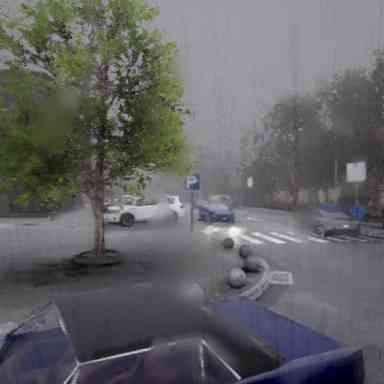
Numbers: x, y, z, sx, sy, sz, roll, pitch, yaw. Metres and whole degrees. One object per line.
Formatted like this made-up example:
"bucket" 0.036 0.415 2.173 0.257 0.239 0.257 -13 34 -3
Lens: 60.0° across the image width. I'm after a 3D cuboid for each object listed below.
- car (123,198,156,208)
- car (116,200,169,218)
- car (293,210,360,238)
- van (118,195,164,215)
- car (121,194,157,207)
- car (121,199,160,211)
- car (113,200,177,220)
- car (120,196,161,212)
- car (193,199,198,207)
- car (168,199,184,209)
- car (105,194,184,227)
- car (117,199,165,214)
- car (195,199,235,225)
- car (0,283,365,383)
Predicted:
"car" -8.403 1.666 53.329 4.792 1.488 2.163 0 0 -30
"car" -4.832 1.613 32.596 4.674 1.452 2.002 -1 0 -30
"car" 7.243 1.658 18.319 1.994 1.385 4.181 0 0 -9
"van" -5.446 1.356 35.491 4.442 1.987 1.878 -1 0 -30
"car" -8.914 1.396 56.286 5.566 2.045 2.435 0 0 -30
"car" -6.892 1.647 44.432 4.674 1.452 2.002 0 0 -30
"car" -4.144 1.561 29.730 5.366 1.575 1.946 0 0 -30
"car" -6.409 1.472 41.463 4.553 1.767 2.185 0 0 -30
"car" 1.344 1.755 52.268 1.994 1.385 4.181 0 0 -10
"car" -2.419 1.728 49.910 1.994 1.385 4.181 0 0 -10
"car" -3.277 1.298 23.697 5.566 2.045 2.435 0 0 -30
"car" -5.854 1.589 38.511 5.008 1.535 2.097 -1 0 -30
"car" 1.823 1.570 25.312 1.882 1.535 5.008 0 0 -10
"car" -0.896 1.604 2.684 4.718 1.301 1.895 0 0 -29
